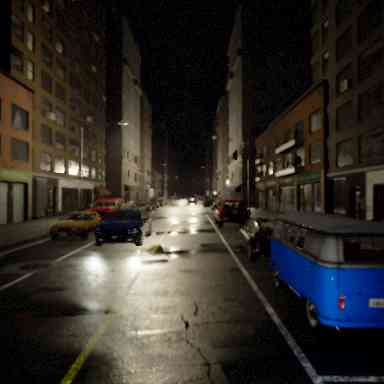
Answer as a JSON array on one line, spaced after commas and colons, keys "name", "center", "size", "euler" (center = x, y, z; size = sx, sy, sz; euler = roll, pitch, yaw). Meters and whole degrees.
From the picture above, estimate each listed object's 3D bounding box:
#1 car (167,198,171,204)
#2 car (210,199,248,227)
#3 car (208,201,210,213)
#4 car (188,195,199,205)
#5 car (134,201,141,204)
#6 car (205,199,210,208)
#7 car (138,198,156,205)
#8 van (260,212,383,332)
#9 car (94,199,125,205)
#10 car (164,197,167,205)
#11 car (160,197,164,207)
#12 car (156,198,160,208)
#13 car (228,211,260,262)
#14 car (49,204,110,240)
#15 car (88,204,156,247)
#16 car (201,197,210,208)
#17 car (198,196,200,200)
[{"name": "car", "center": [-5.813, 1.731, 67.037], "size": [1.967, 1.590, 4.097], "euler": [0, 0, 0]}, {"name": "car", "center": [2.694, 1.402, 23.106], "size": [2.192, 1.841, 5.009], "euler": [1, 0, 0]}, {"name": "car", "center": [2.695, 1.675, 28.596], "size": [1.947, 1.339, 4.313], "euler": [1, 0, 0]}, {"name": "car", "center": [0.037, 1.843, 65.046], "size": [2.033, 1.411, 5.357], "euler": [0, 0, 0]}, {"name": "car", "center": [-5.835, 1.690, 28.586], "size": [1.802, 1.307, 4.206], "euler": [1, 0, 0]}, {"name": "car", "center": [2.697, 1.684, 34.087], "size": [2.008, 1.369, 4.403], "euler": [0, 0, 0]}, {"name": "car", "center": [-5.828, 1.596, 39.572], "size": [1.967, 1.590, 4.097], "euler": [1, 0, 0]}, {"name": "van", "center": [2.687, 1.366, 6.631], "size": [1.690, 1.788, 3.998], "euler": [1, 0, 0]}, {"name": "car", "center": [-5.835, 1.401, 23.094], "size": [2.192, 1.841, 5.009], "euler": [1, 0, 0]}, {"name": "car", "center": [-5.818, 1.674, 56.051], "size": [1.967, 1.590, 4.097], "euler": [0, 0, 0]}, {"name": "car", "center": [-5.822, 1.758, 50.558], "size": [2.008, 1.369, 4.403], "euler": [0, 0, 0]}, {"name": "car", "center": [-5.825, 1.705, 44.895], "size": [1.752, 1.417, 4.829], "euler": [1, 0, 0]}, {"name": "car", "center": [2.687, 1.596, 12.122], "size": [2.008, 1.369, 4.403], "euler": [1, 0, 0]}, {"name": "car", "center": [-5.840, 1.589, 17.431], "size": [1.752, 1.417, 4.829], "euler": [1, 0, 0]}, {"name": "car", "center": [-3.044, 1.535, 15.610], "size": [1.882, 1.535, 5.008], "euler": [0, -1, 0]}, {"name": "car", "center": [2.705, 1.753, 50.562], "size": [1.887, 1.381, 4.507], "euler": [0, 0, 0]}, {"name": "car", "center": [2.709, 1.814, 61.544], "size": [2.008, 1.369, 4.403], "euler": [0, 0, 0]}]
